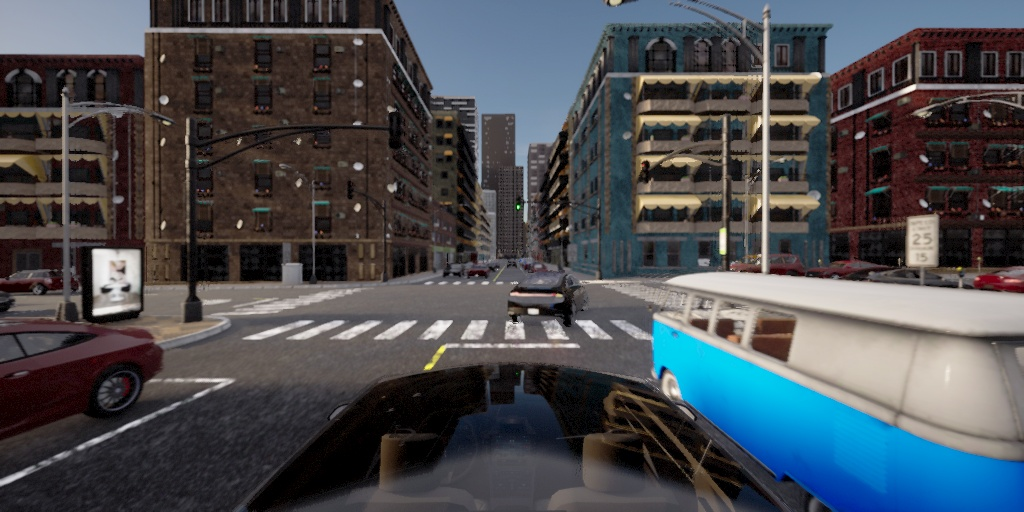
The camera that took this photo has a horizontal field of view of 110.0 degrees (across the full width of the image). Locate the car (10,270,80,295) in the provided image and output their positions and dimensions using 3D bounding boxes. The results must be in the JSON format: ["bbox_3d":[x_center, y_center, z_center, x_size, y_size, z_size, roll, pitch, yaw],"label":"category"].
[{"bbox_3d":[-30.262,1.616,22.664,4.097,1.591,1.967,0,0,0],"label":"car"}]

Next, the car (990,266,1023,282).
[{"bbox_3d":[21.363,1.058,14.530,4.207,1.307,1.802,0,0,0],"label":"car"}]

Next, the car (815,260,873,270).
[{"bbox_3d":[21.341,0.973,22.911,4.507,1.381,1.888,0,0,0],"label":"car"}]

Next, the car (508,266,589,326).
[{"bbox_3d":[1.345,1.261,11.842,2.128,1.511,4.902,0,0,19],"label":"car"}]

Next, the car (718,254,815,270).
[{"bbox_3d":[15.771,0.823,22.870,5.009,1.841,2.192,0,0,0],"label":"car"}]

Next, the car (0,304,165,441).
[{"bbox_3d":[-5.692,1.335,3.315,1.802,1.307,4.207,0,0,0],"label":"car"}]

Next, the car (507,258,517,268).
[{"bbox_3d":[-0.006,1.399,64.749,1.837,1.490,4.892,0,0,0],"label":"car"}]

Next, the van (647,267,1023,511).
[{"bbox_3d":[2.689,1.094,3.314,1.690,1.789,3.998,0,0,0],"label":"van"}]

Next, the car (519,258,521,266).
[{"bbox_3d":[2.684,1.456,63.325,1.948,1.339,4.313,0,0,0],"label":"car"}]

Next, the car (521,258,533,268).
[{"bbox_3d":[2.685,1.406,52.278,1.888,1.381,4.507,0,0,0],"label":"car"}]

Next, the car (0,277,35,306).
[{"bbox_3d":[-22.394,1.662,14.081,4.403,1.370,2.007,0,0,0],"label":"car"}]

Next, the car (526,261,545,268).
[{"bbox_3d":[2.687,1.403,35.708,1.802,1.307,4.207,0,0,0],"label":"car"}]

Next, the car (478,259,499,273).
[{"bbox_3d":[-3.088,1.448,46.625,1.895,1.301,4.718,0,0,0],"label":"car"}]

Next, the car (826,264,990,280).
[{"bbox_3d":[15.793,1.123,14.489,4.313,1.339,1.948,0,0,0],"label":"car"}]

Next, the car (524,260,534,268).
[{"bbox_3d":[2.686,1.400,41.232,1.948,1.339,4.313,0,0,0],"label":"car"}]

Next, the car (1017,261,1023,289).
[{"bbox_3d":[27.642,0.934,17.160,4.181,1.385,1.994,-1,0,0],"label":"car"}]

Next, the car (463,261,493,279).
[{"bbox_3d":[-3.098,1.417,33.717,1.895,1.301,4.718,0,0,0],"label":"car"}]

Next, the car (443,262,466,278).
[{"bbox_3d":[-5.695,1.386,35.719,1.948,1.339,4.313,0,0,0],"label":"car"}]
